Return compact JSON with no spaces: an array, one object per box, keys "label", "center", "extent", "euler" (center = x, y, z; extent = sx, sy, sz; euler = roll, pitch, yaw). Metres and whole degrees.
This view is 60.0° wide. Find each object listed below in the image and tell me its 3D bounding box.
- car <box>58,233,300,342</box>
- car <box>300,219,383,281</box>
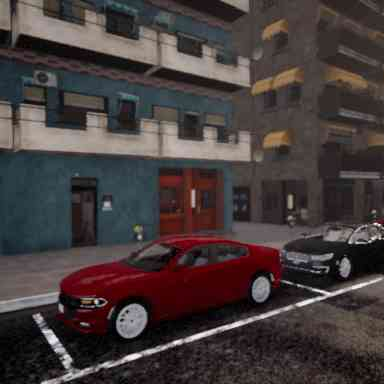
[{"label":"car","center":[-0.184,1.543,6.442],"extent":[4.507,1.381,1.887],"euler":[0,-1,-35]},{"label":"car","center":[4.429,1.545,9.731],"extent":[4.403,1.369,2.008],"euler":[0,-1,-35]}]
